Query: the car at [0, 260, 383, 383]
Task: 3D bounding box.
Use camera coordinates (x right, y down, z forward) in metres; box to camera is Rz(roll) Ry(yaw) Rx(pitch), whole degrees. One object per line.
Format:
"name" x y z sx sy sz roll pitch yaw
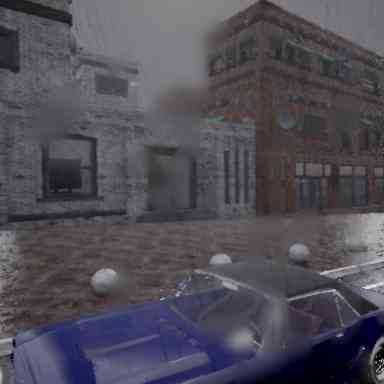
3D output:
"car" 0.529 1.583 3.737 4.718 1.301 1.895 0 0 -34
